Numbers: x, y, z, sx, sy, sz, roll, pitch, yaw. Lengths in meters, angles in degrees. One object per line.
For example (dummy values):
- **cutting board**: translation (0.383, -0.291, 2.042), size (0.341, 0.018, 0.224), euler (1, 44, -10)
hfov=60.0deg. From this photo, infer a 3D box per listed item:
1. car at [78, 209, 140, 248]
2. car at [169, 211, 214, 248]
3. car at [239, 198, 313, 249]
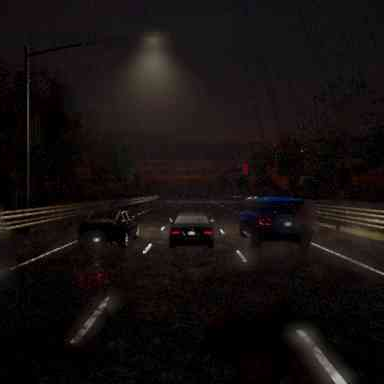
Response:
- **car**: translation (-3.522, 1.514, 14.685), size (1.837, 1.490, 4.892), euler (0, 0, 0)
- **car**: translation (-0.022, 1.561, 14.695), size (2.033, 1.411, 5.357), euler (0, 0, 0)
- **car**: translation (3.477, 1.255, 14.735), size (2.150, 2.045, 5.566), euler (0, 0, 0)
